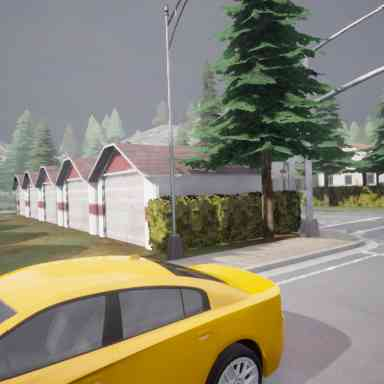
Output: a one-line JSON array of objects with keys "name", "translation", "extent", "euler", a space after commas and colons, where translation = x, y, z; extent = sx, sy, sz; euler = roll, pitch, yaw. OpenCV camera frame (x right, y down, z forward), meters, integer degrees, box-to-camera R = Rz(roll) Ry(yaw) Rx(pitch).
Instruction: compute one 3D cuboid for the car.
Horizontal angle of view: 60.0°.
[{"name": "car", "translation": [-1.277, 1.452, 3.078], "extent": [5.008, 1.535, 1.882], "euler": [-2, 1, -35]}]
